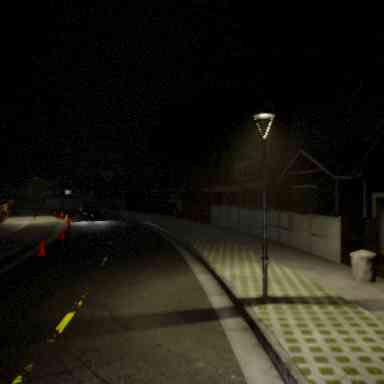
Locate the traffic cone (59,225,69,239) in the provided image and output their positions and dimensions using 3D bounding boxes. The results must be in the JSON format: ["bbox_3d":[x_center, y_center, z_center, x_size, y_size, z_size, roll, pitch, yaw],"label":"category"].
[{"bbox_3d":[-6.799,2.163,17.465,0.340,0.580,0.340,0,-1,-14],"label":"traffic cone"}]

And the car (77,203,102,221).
[{"bbox_3d":[-9.680,1.854,31.215,1.837,1.490,4.892,0,-1,-25],"label":"car"}]

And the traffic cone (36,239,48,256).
[{"bbox_3d":[-5.743,2.113,12.736,0.340,0.580,0.340,0,-1,-11],"label":"traffic cone"}]

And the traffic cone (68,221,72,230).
[{"bbox_3d":[-8.145,2.214,22.120,0.340,0.580,0.340,0,-1,-18],"label":"traffic cone"}]
